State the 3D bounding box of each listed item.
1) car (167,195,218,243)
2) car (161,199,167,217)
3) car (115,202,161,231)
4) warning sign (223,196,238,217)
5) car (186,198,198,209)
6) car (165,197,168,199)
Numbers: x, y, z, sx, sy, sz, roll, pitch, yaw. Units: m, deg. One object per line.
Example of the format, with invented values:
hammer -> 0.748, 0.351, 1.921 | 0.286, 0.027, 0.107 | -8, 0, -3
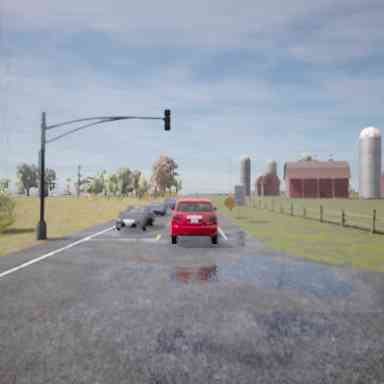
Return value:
car -> 0.110, 1.351, 17.008 | 2.150, 2.045, 5.566 | 1, 0, 0
car -> -3.587, 1.725, 33.767 | 2.033, 1.411, 5.357 | 1, 0, 0
car -> -3.578, 1.608, 21.642 | 2.128, 1.511, 4.902 | 1, 0, 2
warning sign -> 3.553, 1.350, 30.994 | 1.300, 1.860, 1.060 | 0, -1, 0
car -> 0.006, 1.804, 51.940 | 1.837, 1.490, 4.892 | 1, 0, 0
car -> -3.530, 1.618, 52.557 | 2.097, 1.767, 4.553 | 1, 0, 0
